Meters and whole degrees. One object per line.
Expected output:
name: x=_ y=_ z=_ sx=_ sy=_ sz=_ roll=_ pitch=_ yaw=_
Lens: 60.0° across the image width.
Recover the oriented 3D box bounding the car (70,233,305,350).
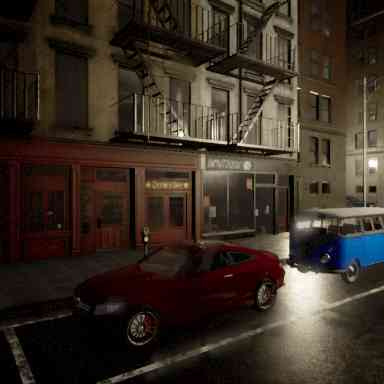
car: x=-0.029 y=1.582 z=6.160 sx=4.206 sy=1.307 sz=1.802 roll=0 pitch=0 yaw=-35

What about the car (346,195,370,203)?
car: x=15.206 y=1.316 z=32.865 sx=2.150 sy=2.045 sz=5.566 roll=0 pitch=0 yaw=-35

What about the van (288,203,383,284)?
van: x=4.386 y=1.341 z=9.281 sx=3.998 sy=1.788 sz=1.690 roll=0 pitch=0 yaw=-35
